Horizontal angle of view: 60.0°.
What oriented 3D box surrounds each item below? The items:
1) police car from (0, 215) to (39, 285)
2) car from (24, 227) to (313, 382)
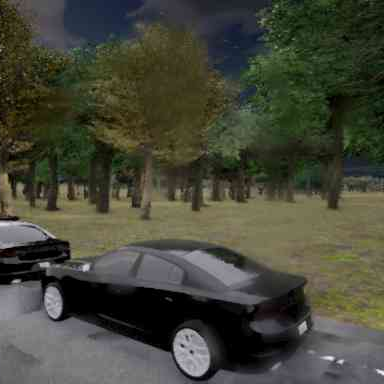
[{"bbox_3d":[-5.504,1.490,9.294,5.238,1.638,1.930,0,-1,37],"label":"police car"},{"bbox_3d":[-0.605,1.536,5.641,5.008,1.535,1.882,0,-1,37],"label":"car"}]
